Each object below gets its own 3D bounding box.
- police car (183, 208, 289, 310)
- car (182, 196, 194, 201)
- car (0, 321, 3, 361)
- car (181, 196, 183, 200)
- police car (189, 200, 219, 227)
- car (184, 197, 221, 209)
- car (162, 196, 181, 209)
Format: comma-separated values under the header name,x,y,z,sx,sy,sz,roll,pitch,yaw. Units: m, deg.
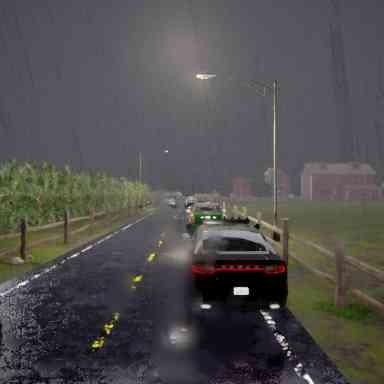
name,x,y,z,sx,sy,sz,roll,pitch,yaw
police car,0.804,1.425,8.058,1.930,1.638,5.238,0,0,0
car,-0.088,1.625,46.714,1.895,1.301,4.718,0,0,0
car,-2.853,1.505,1.471,1.837,1.490,4.892,0,0,0
car,-2.994,1.719,92.601,2.033,1.411,5.357,0,0,0
police car,0.762,1.425,24.058,1.930,1.638,5.238,0,0,0
car,0.778,1.351,17.919,2.097,1.767,4.553,0,0,0
car,-2.967,1.568,44.825,2.033,1.411,5.357,0,0,0
